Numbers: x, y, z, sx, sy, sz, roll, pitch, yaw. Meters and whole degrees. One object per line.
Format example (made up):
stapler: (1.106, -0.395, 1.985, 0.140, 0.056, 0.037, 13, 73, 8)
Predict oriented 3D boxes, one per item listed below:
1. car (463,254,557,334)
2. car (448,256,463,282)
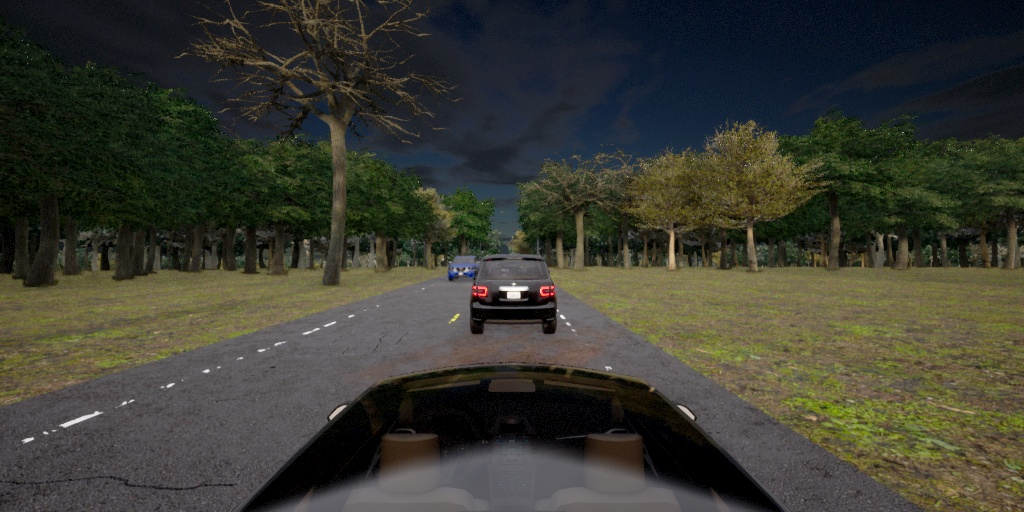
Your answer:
car: (0.016, 0.976, 10.748, 2.150, 2.045, 5.566, 0, 0, -1)
car: (-3.862, 0.983, 29.616, 2.150, 2.045, 5.566, 0, 0, -1)
